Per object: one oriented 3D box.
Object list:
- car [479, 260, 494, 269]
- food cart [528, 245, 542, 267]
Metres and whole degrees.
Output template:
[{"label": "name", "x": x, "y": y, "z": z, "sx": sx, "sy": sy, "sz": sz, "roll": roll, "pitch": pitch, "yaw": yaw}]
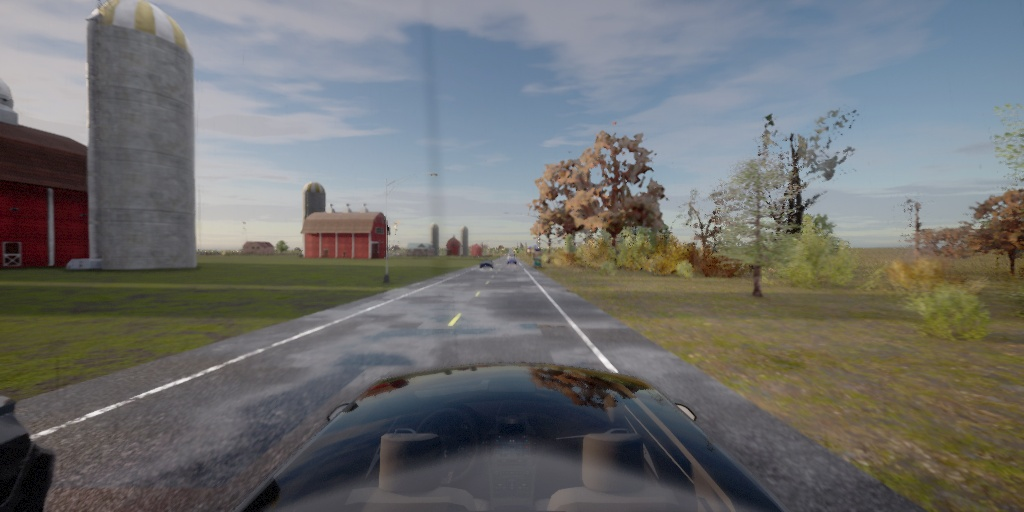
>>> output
[{"label": "car", "x": -3.583, "y": 1.160, "z": 51.105, "sx": 1.895, "sy": 1.301, "sz": 4.718, "roll": 0, "pitch": 0, "yaw": 0}, {"label": "food cart", "x": 3.985, "y": -0.002, "z": 57.634, "sx": 2.280, "sy": 3.560, "sz": 4.660, "roll": 0, "pitch": 0, "yaw": 0}]
